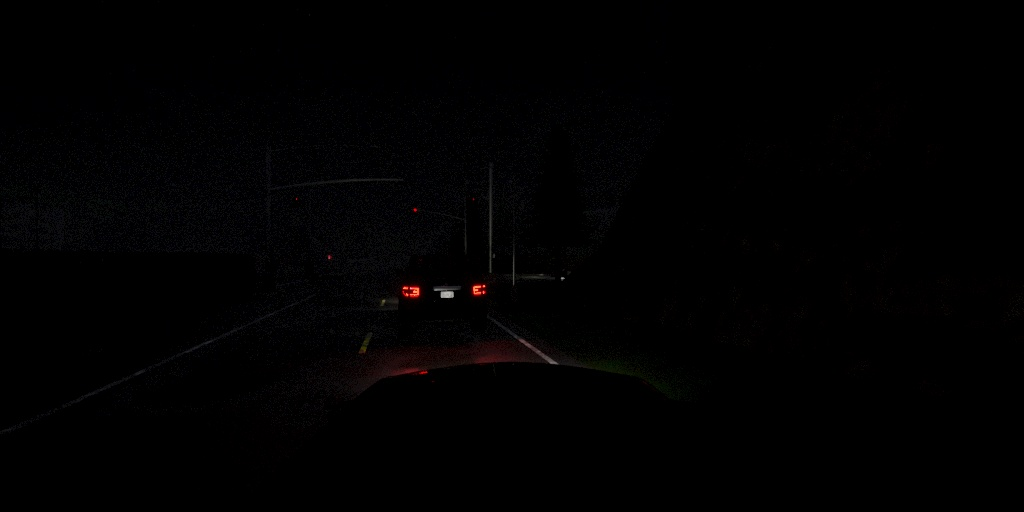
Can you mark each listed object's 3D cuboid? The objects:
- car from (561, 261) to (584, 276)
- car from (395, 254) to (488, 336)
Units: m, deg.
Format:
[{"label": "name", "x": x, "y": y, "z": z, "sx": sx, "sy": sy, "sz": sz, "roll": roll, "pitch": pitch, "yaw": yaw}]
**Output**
[{"label": "car", "x": 6.659, "y": 1.227, "z": 35.261, "sx": 5.008, "sy": 1.535, "sz": 1.882, "roll": 0, "pitch": 0, "yaw": -19}, {"label": "car", "x": -2.230, "y": 0.971, "z": 10.718, "sx": 2.150, "sy": 2.045, "sz": 5.566, "roll": 0, "pitch": 0, "yaw": -16}]
